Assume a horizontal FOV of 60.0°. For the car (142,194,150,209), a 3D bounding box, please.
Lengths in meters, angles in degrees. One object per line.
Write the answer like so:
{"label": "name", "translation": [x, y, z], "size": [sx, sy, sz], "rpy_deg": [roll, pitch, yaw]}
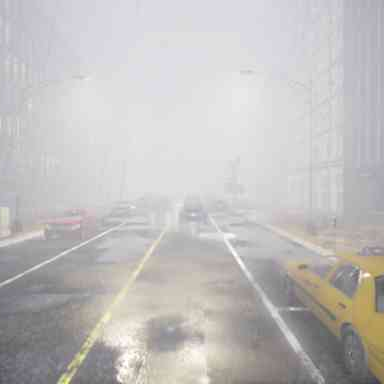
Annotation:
{"label": "car", "translation": [-5.692, 1.257, 39.135], "size": [1.887, 1.381, 4.507], "rpy_deg": [0, 0, 0]}

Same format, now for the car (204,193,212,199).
{"label": "car", "translation": [2.687, 1.022, 56.197], "size": [1.967, 1.590, 4.097], "rpy_deg": [0, 0, 0]}

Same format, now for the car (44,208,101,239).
{"label": "car", "translation": [-5.689, 1.464, 16.365], "size": [1.802, 1.307, 4.206], "rpy_deg": [0, 0, 0]}

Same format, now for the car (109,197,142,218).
{"label": "car", "translation": [-5.691, 1.349, 27.751], "size": [2.008, 1.369, 4.403], "rpy_deg": [0, 0, 0]}

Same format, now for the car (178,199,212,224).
{"label": "car", "translation": [0.096, 1.396, 23.102], "size": [1.994, 1.385, 4.181], "rpy_deg": [0, 0, 0]}

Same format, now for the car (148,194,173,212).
{"label": "car", "translation": [-3.042, 1.256, 34.216], "size": [1.837, 1.490, 4.892], "rpy_deg": [0, 0, 0]}

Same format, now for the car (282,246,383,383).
{"label": "car", "translation": [2.693, 1.488, 5.140], "size": [1.752, 1.417, 4.829], "rpy_deg": [0, 0, 0]}

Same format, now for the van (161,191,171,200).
{"label": "van", "translation": [-5.695, 0.788, 73.286], "size": [1.690, 1.788, 3.998], "rpy_deg": [0, 0, 0]}

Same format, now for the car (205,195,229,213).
{"label": "car", "translation": [2.689, 1.321, 33.431], "size": [1.947, 1.339, 4.313], "rpy_deg": [0, 0, 0]}

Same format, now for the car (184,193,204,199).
{"label": "car", "translation": [0.095, 1.044, 41.907], "size": [2.097, 1.767, 4.553], "rpy_deg": [0, 1, 0]}

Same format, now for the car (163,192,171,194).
{"label": "car", "translation": [-5.695, 0.932, 67.594], "size": [1.967, 1.590, 4.097], "rpy_deg": [0, 0, 0]}

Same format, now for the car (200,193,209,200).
{"label": "car", "translation": [2.684, 0.971, 73.443], "size": [1.752, 1.417, 4.829], "rpy_deg": [0, 0, 0]}

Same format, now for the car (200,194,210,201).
{"label": "car", "translation": [2.685, 1.074, 67.582], "size": [1.802, 1.307, 4.206], "rpy_deg": [0, 0, 0]}

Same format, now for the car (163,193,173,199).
{"label": "car", "translation": [-5.697, 0.968, 78.980], "size": [1.947, 1.339, 4.313], "rpy_deg": [0, 0, 0]}
